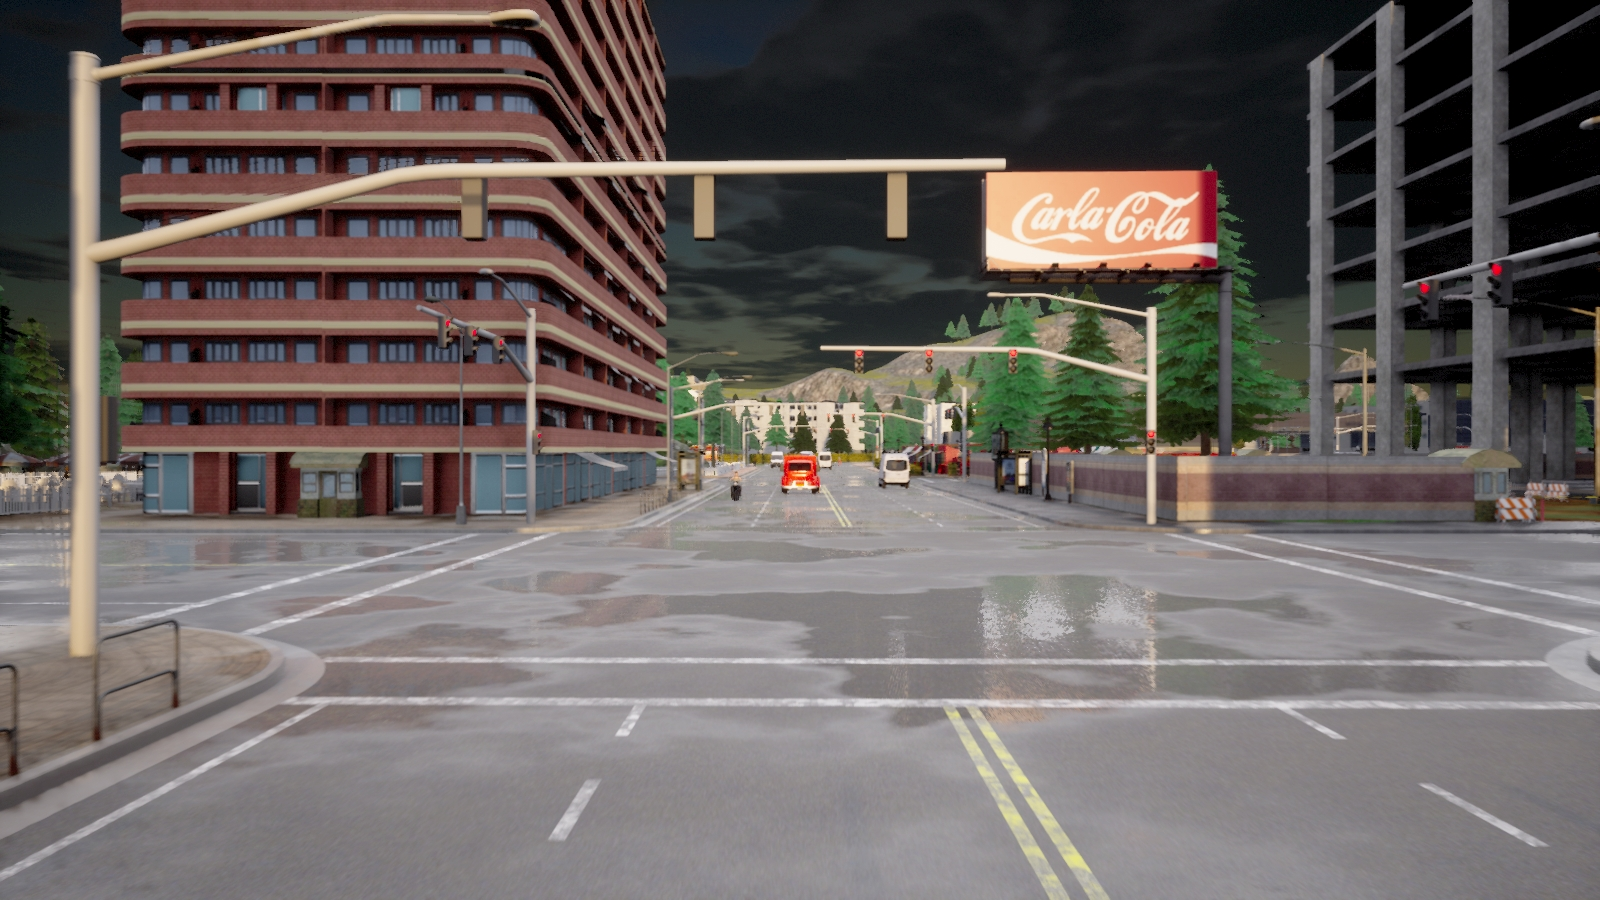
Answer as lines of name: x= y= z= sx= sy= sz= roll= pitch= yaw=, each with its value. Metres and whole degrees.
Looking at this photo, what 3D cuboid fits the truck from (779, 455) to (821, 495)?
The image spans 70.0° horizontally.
truck: x=0.022 y=1.573 z=73.957 sx=2.627 sy=2.467 sz=5.204 roll=0 pitch=0 yaw=1
